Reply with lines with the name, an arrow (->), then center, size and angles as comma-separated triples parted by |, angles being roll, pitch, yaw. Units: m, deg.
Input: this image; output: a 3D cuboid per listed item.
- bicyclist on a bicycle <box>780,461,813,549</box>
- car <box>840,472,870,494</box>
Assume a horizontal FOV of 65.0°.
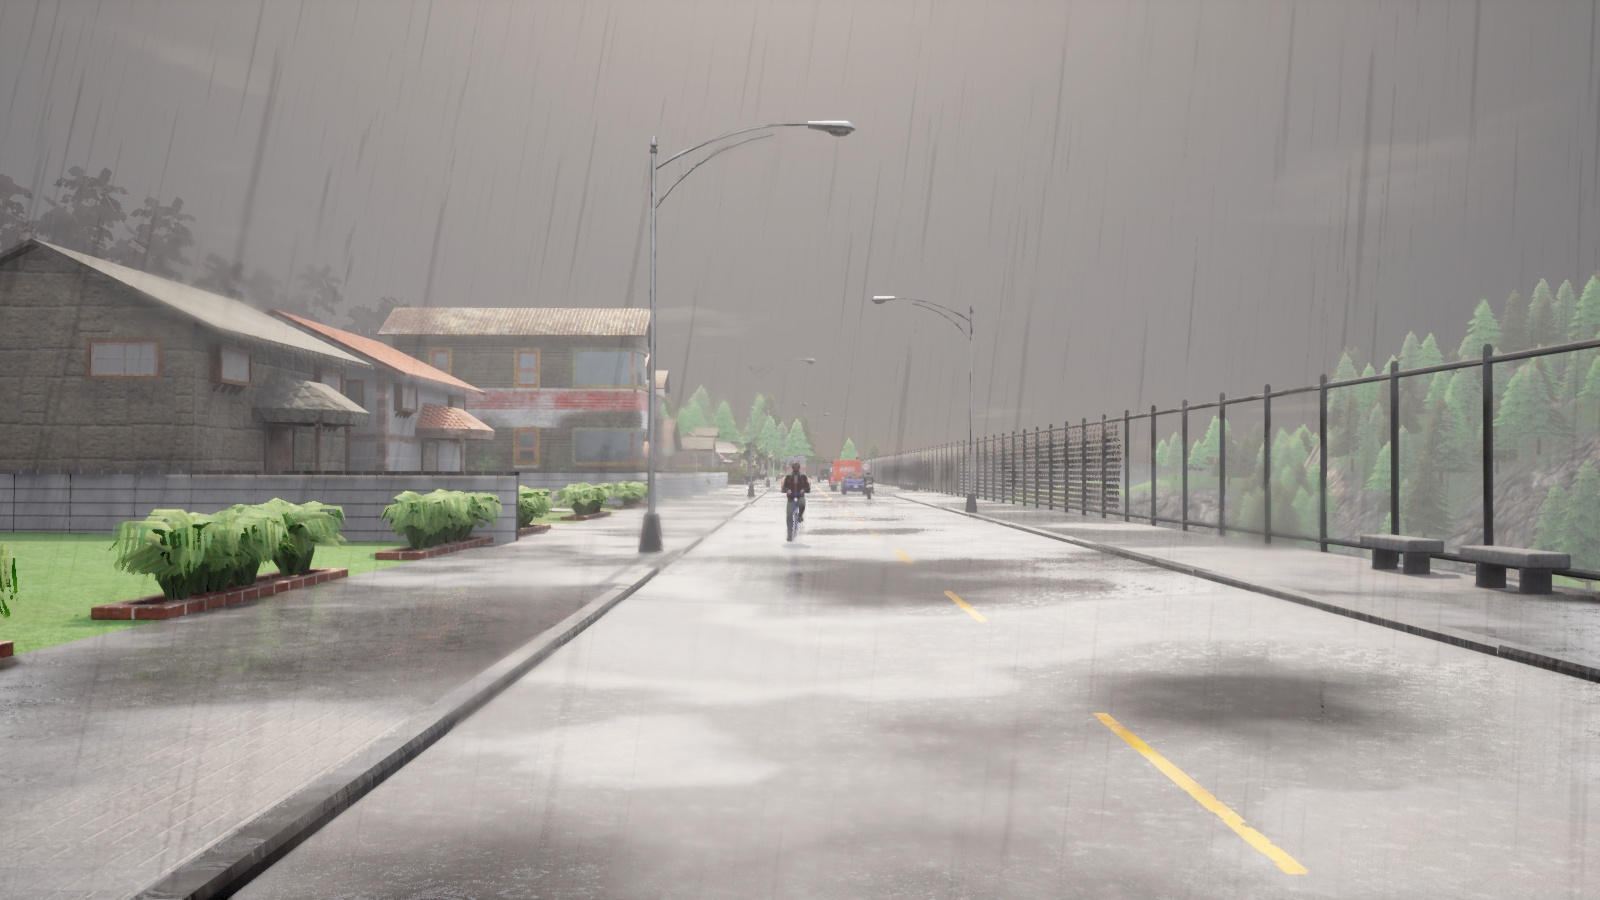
bicyclist on a bicycle -> -0.079, 1.124, 26.168 | 0.659, 1.776, 1.843 | 0, -1, 0
car -> 3.742, 2.248, 85.648 | 1.816, 1.474, 4.193 | 0, -1, 0
